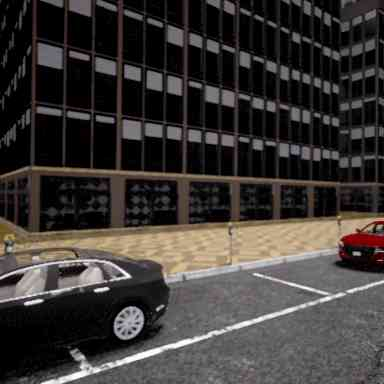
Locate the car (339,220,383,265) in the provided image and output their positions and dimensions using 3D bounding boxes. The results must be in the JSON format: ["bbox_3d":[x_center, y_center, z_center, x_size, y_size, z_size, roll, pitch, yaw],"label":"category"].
[{"bbox_3d":[6.860,1.657,11.457,4.507,1.381,1.887,1,0,-36],"label":"car"}]

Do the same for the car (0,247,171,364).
[{"bbox_3d":[-2.404,1.558,4.841,4.403,1.369,2.008,1,0,-36],"label":"car"}]
